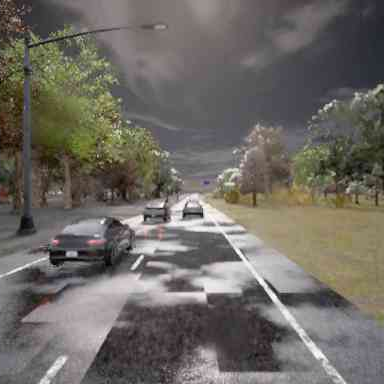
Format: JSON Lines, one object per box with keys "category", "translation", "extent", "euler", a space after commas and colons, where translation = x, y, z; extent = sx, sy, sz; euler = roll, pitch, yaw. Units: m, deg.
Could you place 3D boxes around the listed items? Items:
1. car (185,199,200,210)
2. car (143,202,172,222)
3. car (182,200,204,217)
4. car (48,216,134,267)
{"category": "car", "translation": [0.057, 1.670, 44.542], "extent": [1.895, 1.301, 4.718], "euler": [0, 0, 1]}
{"category": "car", "translation": [-2.737, 1.534, 26.904], "extent": [2.128, 1.511, 4.902], "euler": [0, 0, 2]}
{"category": "car", "translation": [0.107, 1.612, 31.581], "extent": [1.994, 1.385, 4.181], "euler": [0, 0, 0]}
{"category": "car", "translation": [-3.248, 1.543, 11.410], "extent": [1.812, 1.442, 4.674], "euler": [0, 0, 1]}
